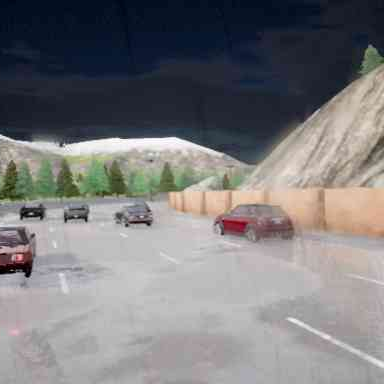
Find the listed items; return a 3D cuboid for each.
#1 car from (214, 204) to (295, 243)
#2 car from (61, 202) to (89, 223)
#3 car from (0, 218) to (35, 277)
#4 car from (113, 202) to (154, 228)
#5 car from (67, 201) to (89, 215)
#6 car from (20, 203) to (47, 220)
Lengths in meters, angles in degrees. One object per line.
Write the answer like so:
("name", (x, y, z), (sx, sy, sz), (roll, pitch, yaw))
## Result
("car", (2.868, 1.363, 16.383), (2.097, 1.767, 4.553), (-1, 0, -24))
("car", (-9.898, 1.722, 28.060), (2.128, 1.511, 4.902), (-1, 0, -22))
("car", (-5.846, 1.714, 10.159), (1.895, 1.301, 4.718), (-1, 0, -24))
("car", (-4.280, 1.684, 23.798), (2.033, 1.411, 5.357), (-1, 0, -24))
("car", (-13.536, 1.885, 39.770), (1.994, 1.385, 4.181), (-1, 0, -13))
("car", (-15.045, 1.792, 31.751), (1.882, 1.535, 5.008), (-1, 0, -19))
